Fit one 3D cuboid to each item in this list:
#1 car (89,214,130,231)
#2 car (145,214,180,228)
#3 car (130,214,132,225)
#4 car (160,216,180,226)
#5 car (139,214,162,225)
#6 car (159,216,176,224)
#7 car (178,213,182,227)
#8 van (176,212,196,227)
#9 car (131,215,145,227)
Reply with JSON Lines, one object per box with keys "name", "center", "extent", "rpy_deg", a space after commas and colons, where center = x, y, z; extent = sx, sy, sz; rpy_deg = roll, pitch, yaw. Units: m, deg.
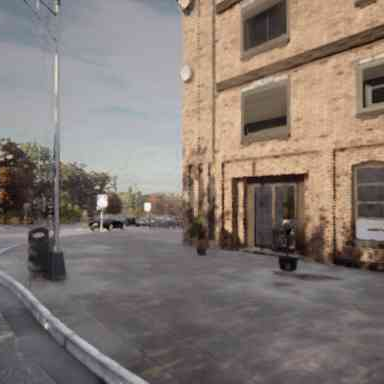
{"name": "car", "center": [-7.960, 2.888, 31.674], "extent": [1.882, 1.535, 5.008], "rpy_deg": [0, -4, 11]}
{"name": "car", "center": [-3.326, 3.489, 38.389], "extent": [2.002, 1.452, 4.674], "rpy_deg": [1, -4, 13]}
{"name": "car", "center": [-8.713, 3.638, 43.640], "extent": [2.097, 1.767, 4.553], "rpy_deg": [0, -4, 14]}
{"name": "car", "center": [-3.404, 4.545, 52.114], "extent": [1.994, 1.385, 4.181], "rpy_deg": [0, -4, 13]}
{"name": "car", "center": [-6.513, 4.355, 52.968], "extent": [2.097, 1.767, 4.553], "rpy_deg": [0, -4, 14]}
{"name": "car", "center": [-4.500, 5.175, 61.646], "extent": [1.837, 1.490, 4.892], "rpy_deg": [0, -4, 13]}
{"name": "car", "center": [-2.081, 3.888, 43.728], "extent": [2.163, 1.488, 4.792], "rpy_deg": [0, -4, 13]}
{"name": "van", "center": [-0.792, 4.052, 49.193], "extent": [1.878, 1.987, 4.442], "rpy_deg": [0, -4, 13]}
{"name": "car", "center": [-5.702, 3.798, 42.401], "extent": [1.994, 1.385, 4.181], "rpy_deg": [0, -4, 13]}
